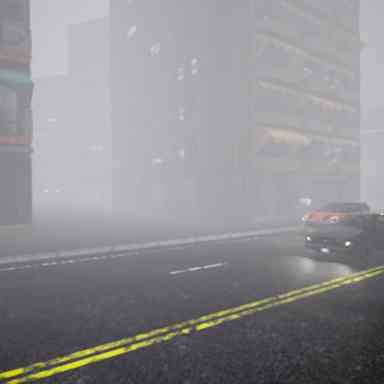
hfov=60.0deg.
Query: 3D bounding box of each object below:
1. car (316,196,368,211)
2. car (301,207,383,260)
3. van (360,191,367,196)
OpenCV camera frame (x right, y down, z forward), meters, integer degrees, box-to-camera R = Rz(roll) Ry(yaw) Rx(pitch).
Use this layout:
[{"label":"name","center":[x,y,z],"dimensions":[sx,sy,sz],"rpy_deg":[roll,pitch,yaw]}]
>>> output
[{"label":"car","center":[7.773,1.300,17.513],"dimensions":[4.553,1.767,2.097],"rpy_deg":[0,0,-37]},{"label":"car","center":[6.489,1.507,12.481],"dimensions":[5.357,1.411,2.033],"rpy_deg":[0,0,-37]},{"label":"van","center":[31.167,0.692,63.501],"dimensions":[3.998,1.788,1.690],"rpy_deg":[1,0,21]}]
